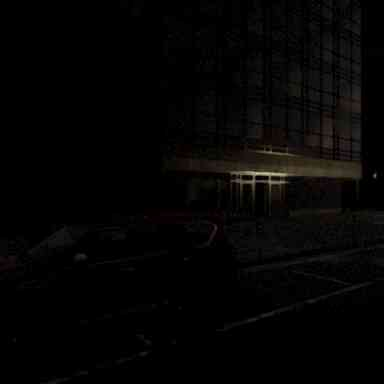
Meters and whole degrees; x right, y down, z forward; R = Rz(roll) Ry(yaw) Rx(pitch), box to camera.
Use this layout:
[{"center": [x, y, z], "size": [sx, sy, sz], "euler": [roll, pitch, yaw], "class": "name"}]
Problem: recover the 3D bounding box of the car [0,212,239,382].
[{"center": [-1.425, 1.314, 5.631], "size": [5.009, 1.841, 2.192], "euler": [0, 0, -36], "class": "car"}]
